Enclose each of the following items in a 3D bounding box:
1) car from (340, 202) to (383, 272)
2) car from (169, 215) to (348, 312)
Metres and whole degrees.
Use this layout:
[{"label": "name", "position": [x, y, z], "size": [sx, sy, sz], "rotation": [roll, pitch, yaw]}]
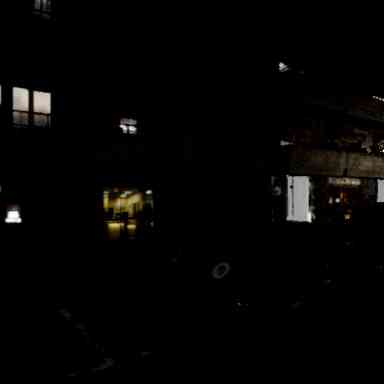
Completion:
[{"label": "car", "position": [6.031, 1.282, 10.908], "size": [5.009, 1.841, 2.192], "rotation": [0, 0, -36]}, {"label": "car", "position": [1.456, 1.428, 7.616], "size": [4.097, 1.590, 1.967], "rotation": [0, 0, -36]}]
